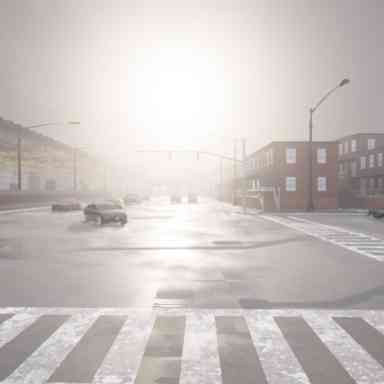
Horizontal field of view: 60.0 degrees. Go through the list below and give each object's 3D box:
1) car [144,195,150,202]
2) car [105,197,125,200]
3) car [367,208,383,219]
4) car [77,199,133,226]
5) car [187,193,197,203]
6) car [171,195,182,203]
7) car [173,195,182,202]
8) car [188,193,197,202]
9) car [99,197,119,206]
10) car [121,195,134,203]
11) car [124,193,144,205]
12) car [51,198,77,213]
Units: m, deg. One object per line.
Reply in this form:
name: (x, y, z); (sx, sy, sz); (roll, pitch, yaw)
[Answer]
car: (-10.433, 1.414, 74.498); (1.812, 1.442, 4.674); (0, 0, 0)
car: (-10.572, 1.601, 43.224); (1.895, 1.301, 4.718); (0, 0, 3)
car: (17.059, 1.547, 26.669); (5.357, 1.411, 2.033); (0, 0, 0)
car: (-6.238, 1.505, 23.429); (1.837, 1.490, 4.892); (-2, 1, -36)
car: (0.162, 1.548, 69.657); (2.033, 1.411, 5.357); (0, 0, 0)
car: (-3.369, 1.353, 70.227); (2.097, 1.767, 4.553); (0, 0, 0)
car: (-3.427, 1.478, 80.513); (1.882, 1.535, 5.008); (0, 0, 0)
car: (0.072, 1.225, 80.290); (2.150, 2.045, 5.566); (0, 0, 0)
car: (-14.028, 1.548, 56.730); (2.033, 1.411, 5.357); (0, 0, 0)
car: (-13.935, 1.447, 72.519); (1.882, 1.535, 5.008); (0, 0, 0)
car: (-10.522, 1.222, 58.748); (2.150, 2.045, 5.566); (0, 0, 0)
car: (-14.066, 1.478, 37.371); (1.882, 1.535, 5.008); (0, 0, 0)
